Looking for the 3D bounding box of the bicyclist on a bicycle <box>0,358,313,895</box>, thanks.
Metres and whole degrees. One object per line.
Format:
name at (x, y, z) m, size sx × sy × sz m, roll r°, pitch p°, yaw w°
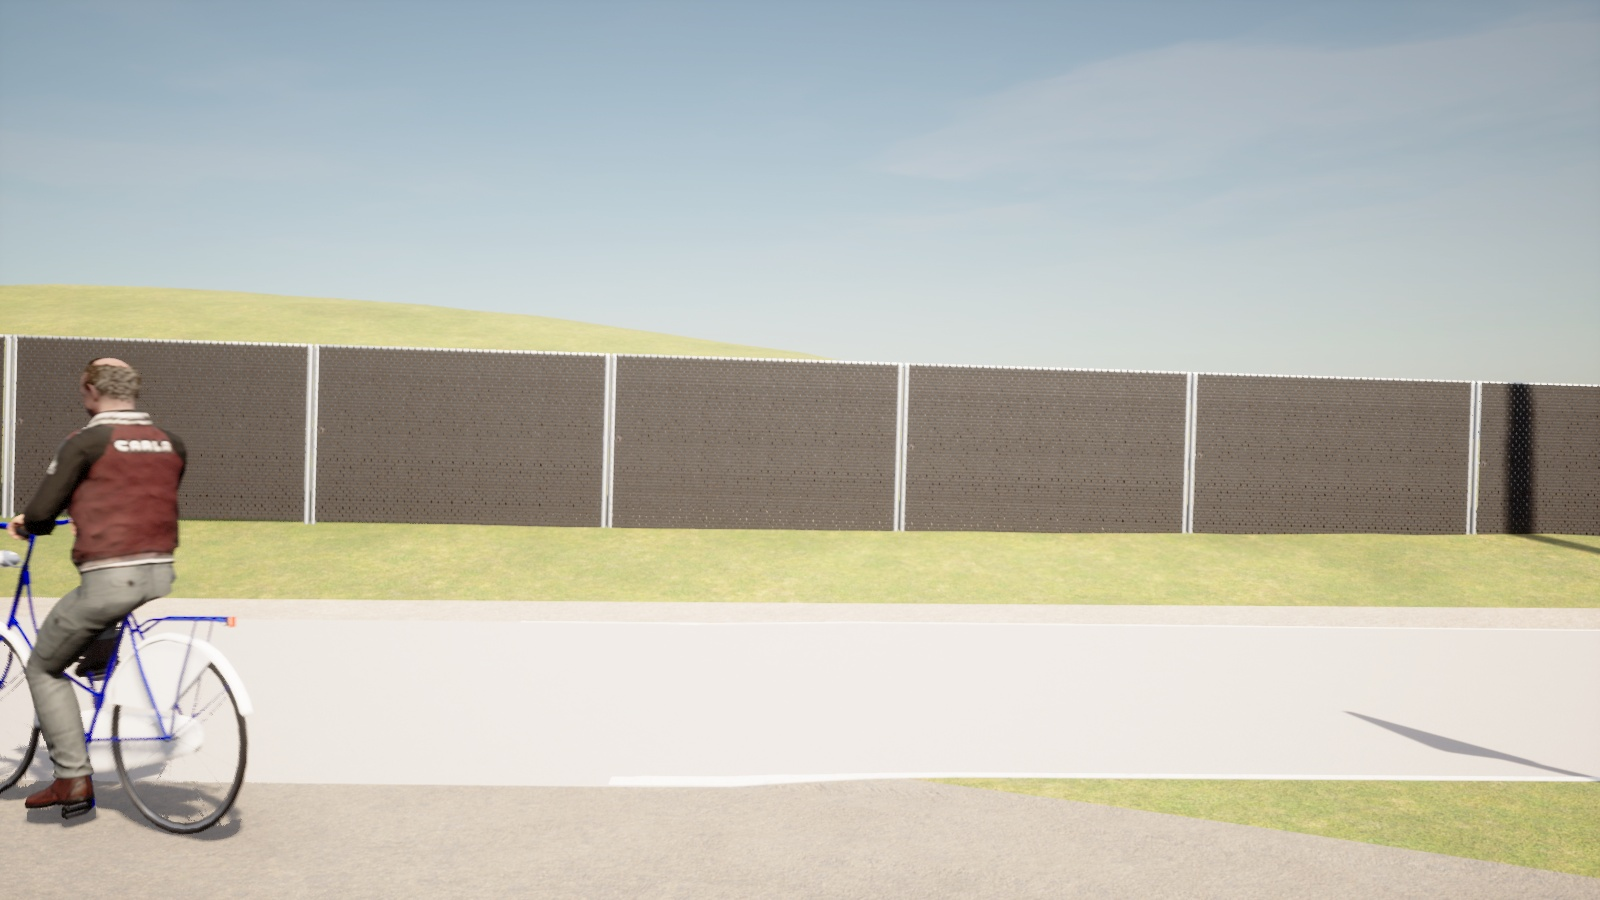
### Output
bicyclist on a bicycle at (-2.822, 0.584, 4.835) m, size 1.843 × 1.776 × 0.659 m, roll 0°, pitch 0°, yaw 25°
